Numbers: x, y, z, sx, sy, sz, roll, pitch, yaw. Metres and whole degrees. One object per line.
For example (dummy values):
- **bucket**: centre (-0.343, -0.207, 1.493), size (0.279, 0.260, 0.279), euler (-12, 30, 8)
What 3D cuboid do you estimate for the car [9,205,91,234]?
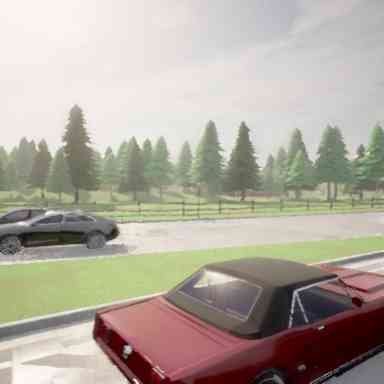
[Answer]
- **car**: centre (-8.162, 1.546, 19.345), size (4.181, 1.385, 1.994), euler (0, 0, -22)

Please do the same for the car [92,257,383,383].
- **car**: centre (1.260, 1.596, 4.499), size (4.718, 1.301, 1.895), euler (0, 0, -35)

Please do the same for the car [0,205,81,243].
- **car**: centre (-7.901, 1.464, 15.689), size (5.008, 1.535, 1.882), euler (0, 0, -21)

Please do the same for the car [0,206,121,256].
- **car**: centre (-5.287, 1.478, 12.964), size (4.902, 1.511, 2.128), euler (0, 0, -22)
